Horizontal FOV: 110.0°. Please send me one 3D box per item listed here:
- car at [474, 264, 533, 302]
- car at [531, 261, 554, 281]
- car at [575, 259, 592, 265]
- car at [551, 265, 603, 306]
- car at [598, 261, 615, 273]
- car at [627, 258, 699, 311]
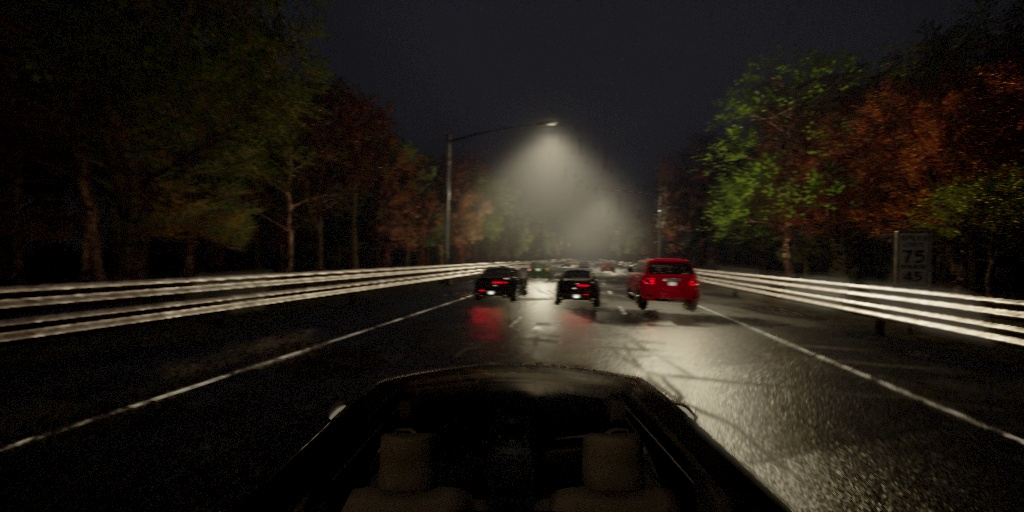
[{"bbox_3d":[-0.389,1.282,17.263,1.837,1.490,4.892,1,0,12],"label":"car"},{"bbox_3d":[2.619,1.216,31.936,2.097,1.767,4.553,1,0,12],"label":"car"},{"bbox_3d":[12.482,1.661,62.666,2.033,1.411,5.357,1,0,12],"label":"car"},{"bbox_3d":[3.041,1.353,16.561,1.837,1.490,4.892,1,0,12],"label":"car"},{"bbox_3d":[13.906,1.658,52.170,1.812,1.442,4.674,1,0,12],"label":"car"},{"bbox_3d":[6.485,1.140,15.901,2.150,2.045,5.566,1,0,12],"label":"car"}]
